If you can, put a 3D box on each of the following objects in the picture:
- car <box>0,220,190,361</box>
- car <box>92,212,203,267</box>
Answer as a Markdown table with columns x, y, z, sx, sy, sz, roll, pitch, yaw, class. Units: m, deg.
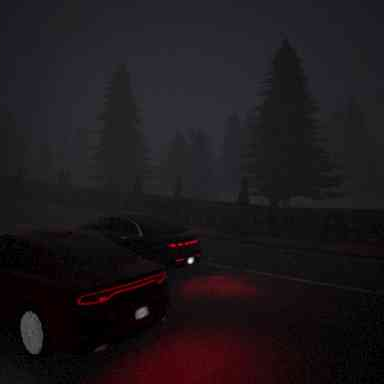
| x | y | z | sx | sy | sz | roll | pitch | yaw | class |
| --- | --- | --- | --- | --- | --- | --- | --- | --- | --- |
| -2.674 | 1.369 | 5.886 | 5.008 | 1.535 | 1.882 | 3 | 1 | 36 | car |
| -1.992 | 1.347 | 9.703 | 4.892 | 1.490 | 1.837 | 3 | 2 | 36 | car |
